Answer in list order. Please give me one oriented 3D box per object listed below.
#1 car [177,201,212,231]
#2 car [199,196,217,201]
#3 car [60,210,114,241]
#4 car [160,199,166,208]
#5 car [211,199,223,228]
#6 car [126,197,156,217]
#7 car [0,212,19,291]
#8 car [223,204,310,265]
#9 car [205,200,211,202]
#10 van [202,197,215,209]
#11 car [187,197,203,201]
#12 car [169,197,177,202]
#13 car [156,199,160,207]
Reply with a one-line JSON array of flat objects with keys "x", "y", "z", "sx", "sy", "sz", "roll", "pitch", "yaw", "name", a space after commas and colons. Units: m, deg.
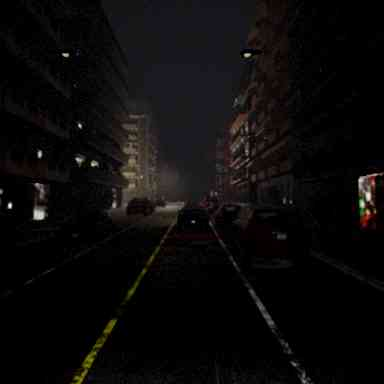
[{"x": 0.074, "y": 1.579, "z": 21.435, "sx": 1.882, "sy": 1.535, "sz": 5.008, "roll": 0, "pitch": 0, "yaw": 0, "name": "car"}, {"x": 2.498, "y": 1.560, "z": 45.013, "sx": 2.192, "sy": 1.841, "sz": 5.009, "roll": 1, "pitch": 0, "yaw": 0, "name": "car"}, {"x": -5.319, "y": 1.647, "z": 17.405, "sx": 1.947, "sy": 1.339, "sz": 4.313, "roll": 1, "pitch": 0, "yaw": 0, "name": "car"}, {"x": -5.368, "y": 1.907, "z": 56.119, "sx": 1.802, "sy": 1.307, "sz": 4.206, "roll": 1, "pitch": 0, "yaw": 0, "name": "car"}, {"x": 2.523, "y": 1.549, "z": 22.887, "sx": 1.967, "sy": 1.590, "sz": 4.097, "roll": 1, "pitch": 0, "yaw": 0, "name": "car"}, {"x": -5.334, "y": 1.489, "z": 33.996, "sx": 2.192, "sy": 1.841, "sz": 5.009, "roll": 1, "pitch": 0, "yaw": 0, "name": "car"}, {"x": -5.299, "y": 1.344, "z": 6.344, "sx": 2.192, "sy": 1.841, "sz": 5.009, "roll": 1, "pitch": 0, "yaw": 0, "name": "car"}, {"x": 2.540, "y": 1.368, "z": 11.825, "sx": 2.192, "sy": 1.841, "sz": 5.009, "roll": 1, "pitch": 0, "yaw": 0, "name": "car"}, {"x": 2.506, "y": 1.755, "z": 33.949, "sx": 1.802, "sy": 1.307, "sz": 4.206, "roll": 1, "pitch": 0, "yaw": 0, "name": "car"}, {"x": 2.490, "y": 1.625, "z": 50.545, "sx": 1.690, "sy": 1.788, "sz": 3.998, "roll": 1, "pitch": 0, "yaw": 0, "name": "van"}, {"x": 0.053, "y": 1.686, "z": 39.552, "sx": 1.882, "sy": 1.535, "sz": 5.008, "roll": 0, "pitch": 0, "yaw": 0, "name": "car"}, {"x": -5.414, "y": 2.175, "z": 94.198, "sx": 1.947, "sy": 1.339, "sz": 4.313, "roll": 1, "pitch": 0, "yaw": 0, "name": "car"}, {"x": -5.347, "y": 1.753, "z": 39.526, "sx": 1.887, "sy": 1.381, "sz": 4.507, "roll": 1, "pitch": 0, "yaw": 0, "name": "car"}]
